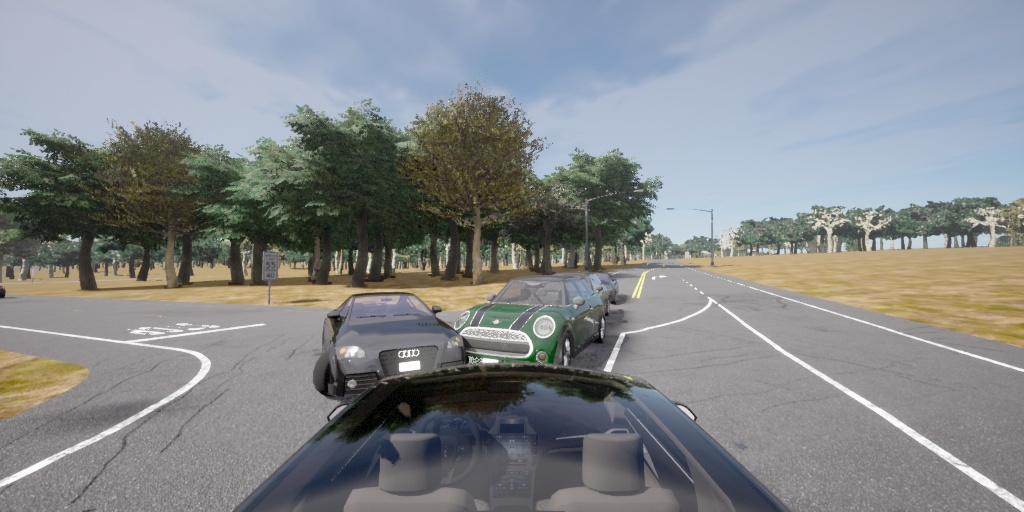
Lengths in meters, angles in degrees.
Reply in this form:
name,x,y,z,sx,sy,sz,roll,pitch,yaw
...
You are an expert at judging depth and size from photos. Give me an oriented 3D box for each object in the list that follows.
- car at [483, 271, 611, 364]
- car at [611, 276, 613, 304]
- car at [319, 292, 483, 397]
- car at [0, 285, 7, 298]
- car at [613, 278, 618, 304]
name,x,y,z,sx,sy,sz,roll,pitch,yaw
car,0.617,1.218,7.830,2.097,1.767,4.553,-1,-2,26
car,2.023,1.344,12.143,2.097,1.767,4.553,-1,-1,21
car,-2.355,1.376,6.625,1.994,1.385,4.181,1,-2,-29
car,-40.861,2.562,27.387,4.181,1.385,1.994,-2,-3,22
car,4.217,1.509,17.870,1.994,1.385,4.181,-1,0,19
